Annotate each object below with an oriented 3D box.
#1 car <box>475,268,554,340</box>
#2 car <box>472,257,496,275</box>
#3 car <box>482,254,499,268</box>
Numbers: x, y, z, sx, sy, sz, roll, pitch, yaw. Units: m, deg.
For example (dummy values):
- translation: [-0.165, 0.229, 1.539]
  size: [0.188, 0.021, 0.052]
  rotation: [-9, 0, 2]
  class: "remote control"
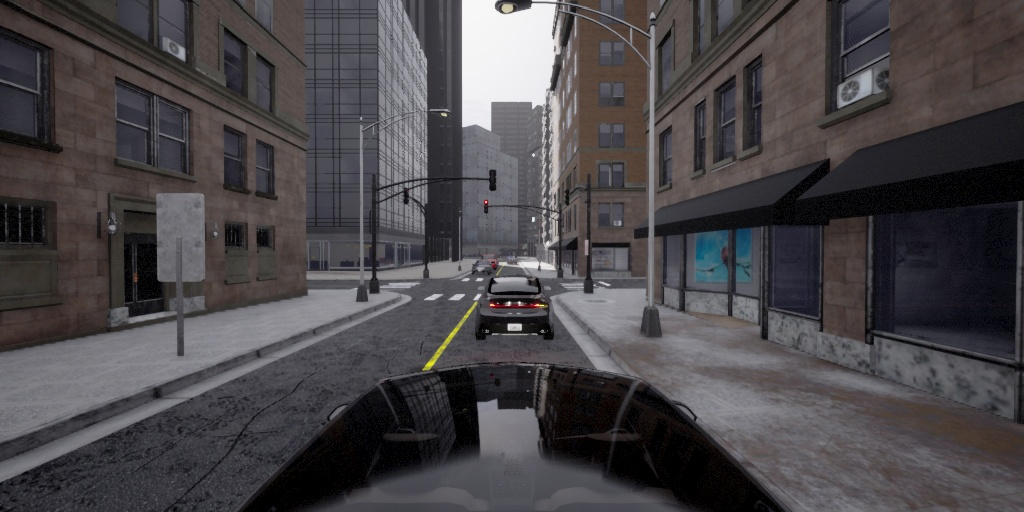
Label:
- translation: [0.070, 1.252, 9.972]
  size: [1.837, 1.490, 4.892]
  rotation: [0, 0, 0]
  class: "car"
- translation: [-3.134, 1.163, 37.962]
  size: [2.128, 1.511, 4.902]
  rotation: [0, 0, 0]
  class: "car"
- translation: [-3.151, 0.809, 48.266]
  size: [2.150, 2.045, 5.566]
  rotation: [0, 1, 0]
  class: "car"
